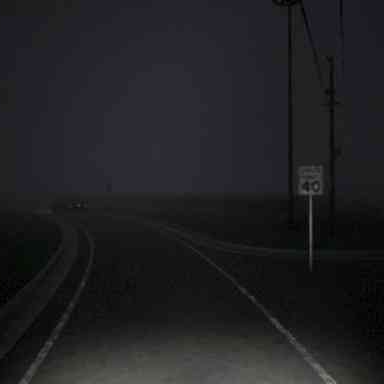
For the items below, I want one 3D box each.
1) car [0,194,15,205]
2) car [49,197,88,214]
[{"bbox_3d":[-26.977,1.050,48.097,1.812,1.442,4.674,-1,1,-40],"label":"car"},{"bbox_3d":[-11.296,1.191,30.245,2.033,1.411,5.357,-1,1,-40],"label":"car"}]
